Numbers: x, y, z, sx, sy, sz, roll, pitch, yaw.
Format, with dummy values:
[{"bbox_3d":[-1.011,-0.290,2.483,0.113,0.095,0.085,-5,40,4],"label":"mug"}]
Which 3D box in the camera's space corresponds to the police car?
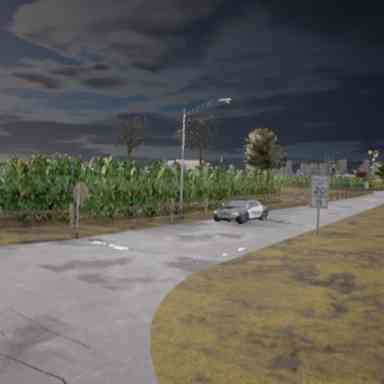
[{"bbox_3d":[3.235,1.195,21.718,2.038,1.542,4.974,3,3,35],"label":"police car"}]
